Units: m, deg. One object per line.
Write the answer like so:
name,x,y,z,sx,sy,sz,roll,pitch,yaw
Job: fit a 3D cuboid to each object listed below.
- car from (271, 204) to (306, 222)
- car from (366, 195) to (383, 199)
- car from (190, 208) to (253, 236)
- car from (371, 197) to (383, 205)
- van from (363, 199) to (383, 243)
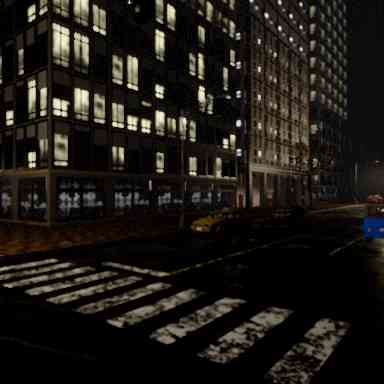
car,7.928,1.669,26.974,1.802,1.307,4.206,0,0,38
car,31.642,1.437,57.868,2.192,1.841,5.009,-1,0,38
car,1.830,1.609,19.243,1.752,1.417,4.829,0,0,38
car,35.031,1.680,62.280,2.008,1.369,4.403,-1,0,38
van,9.223,1.377,15.540,1.690,1.788,3.998,0,0,38
